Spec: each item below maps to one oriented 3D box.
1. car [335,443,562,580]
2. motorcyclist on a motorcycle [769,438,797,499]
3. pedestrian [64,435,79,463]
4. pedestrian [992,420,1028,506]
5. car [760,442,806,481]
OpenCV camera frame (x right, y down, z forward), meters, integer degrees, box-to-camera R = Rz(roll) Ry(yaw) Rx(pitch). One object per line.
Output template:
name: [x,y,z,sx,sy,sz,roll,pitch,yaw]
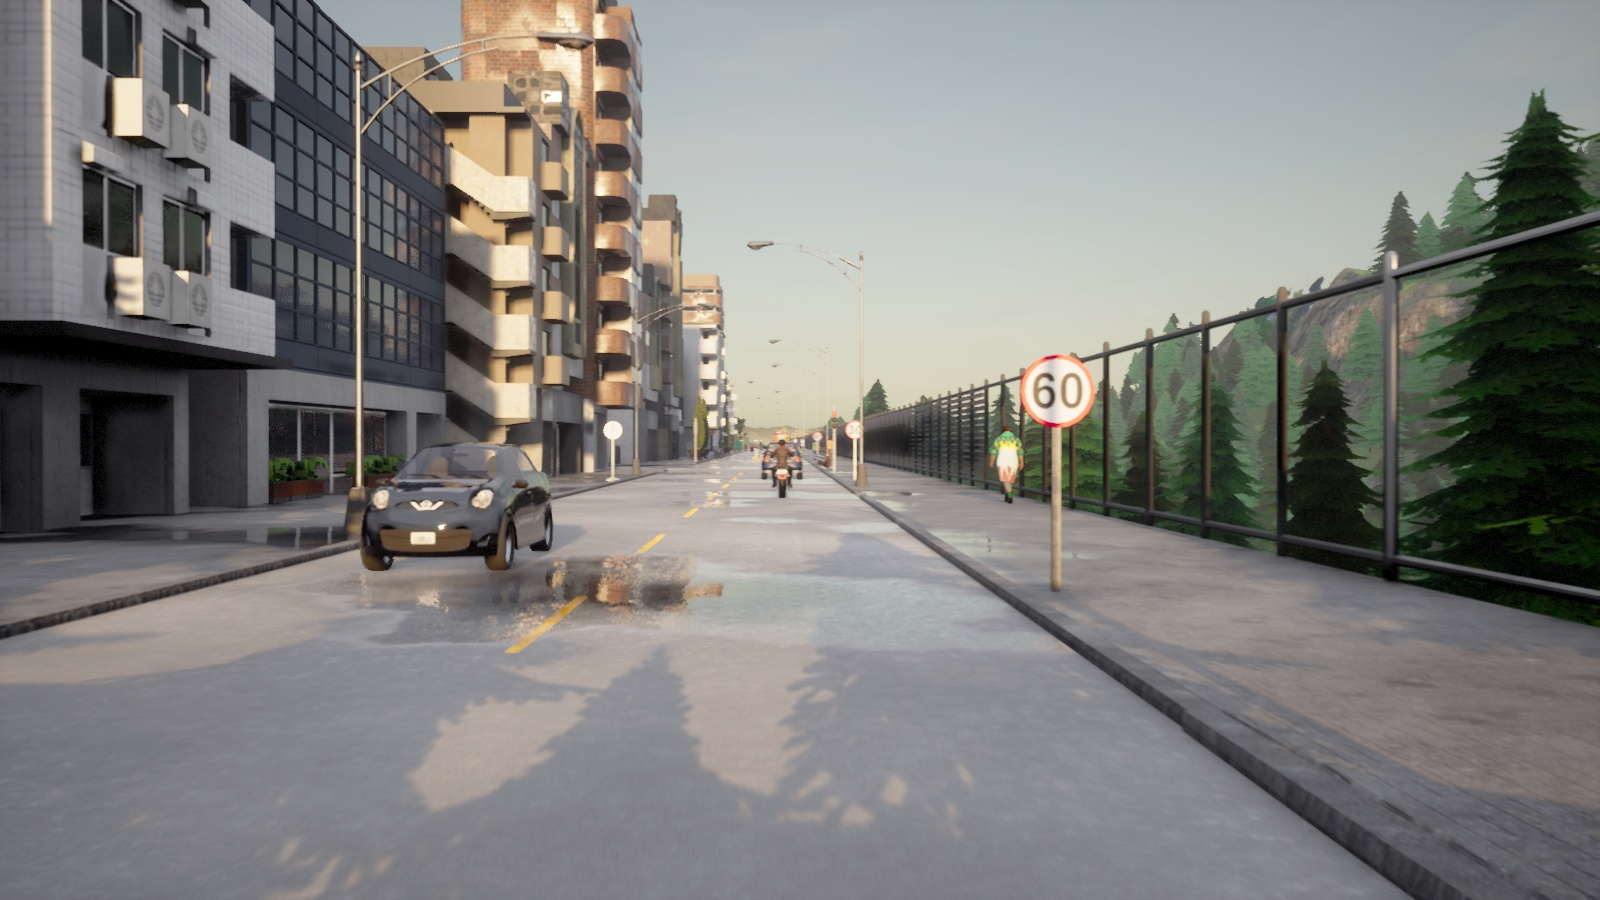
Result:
car: [-4.202,0.670,15.614,1.845,1.501,3.633,0,0,-1]
motorcyclist on a motorcycle: [-0.471,0.499,35.060,0.766,1.649,2.350,0,0,-1]
pedestrian: [-48.082,-0.045,82.892,0.726,1.842,0.402,0,0,3]
pedestrian: [4.823,0.297,28.879,0.659,1.952,0.873,0,0,0]
car: [-0.701,0.434,51.581,1.789,1.549,3.705,0,0,-1]
